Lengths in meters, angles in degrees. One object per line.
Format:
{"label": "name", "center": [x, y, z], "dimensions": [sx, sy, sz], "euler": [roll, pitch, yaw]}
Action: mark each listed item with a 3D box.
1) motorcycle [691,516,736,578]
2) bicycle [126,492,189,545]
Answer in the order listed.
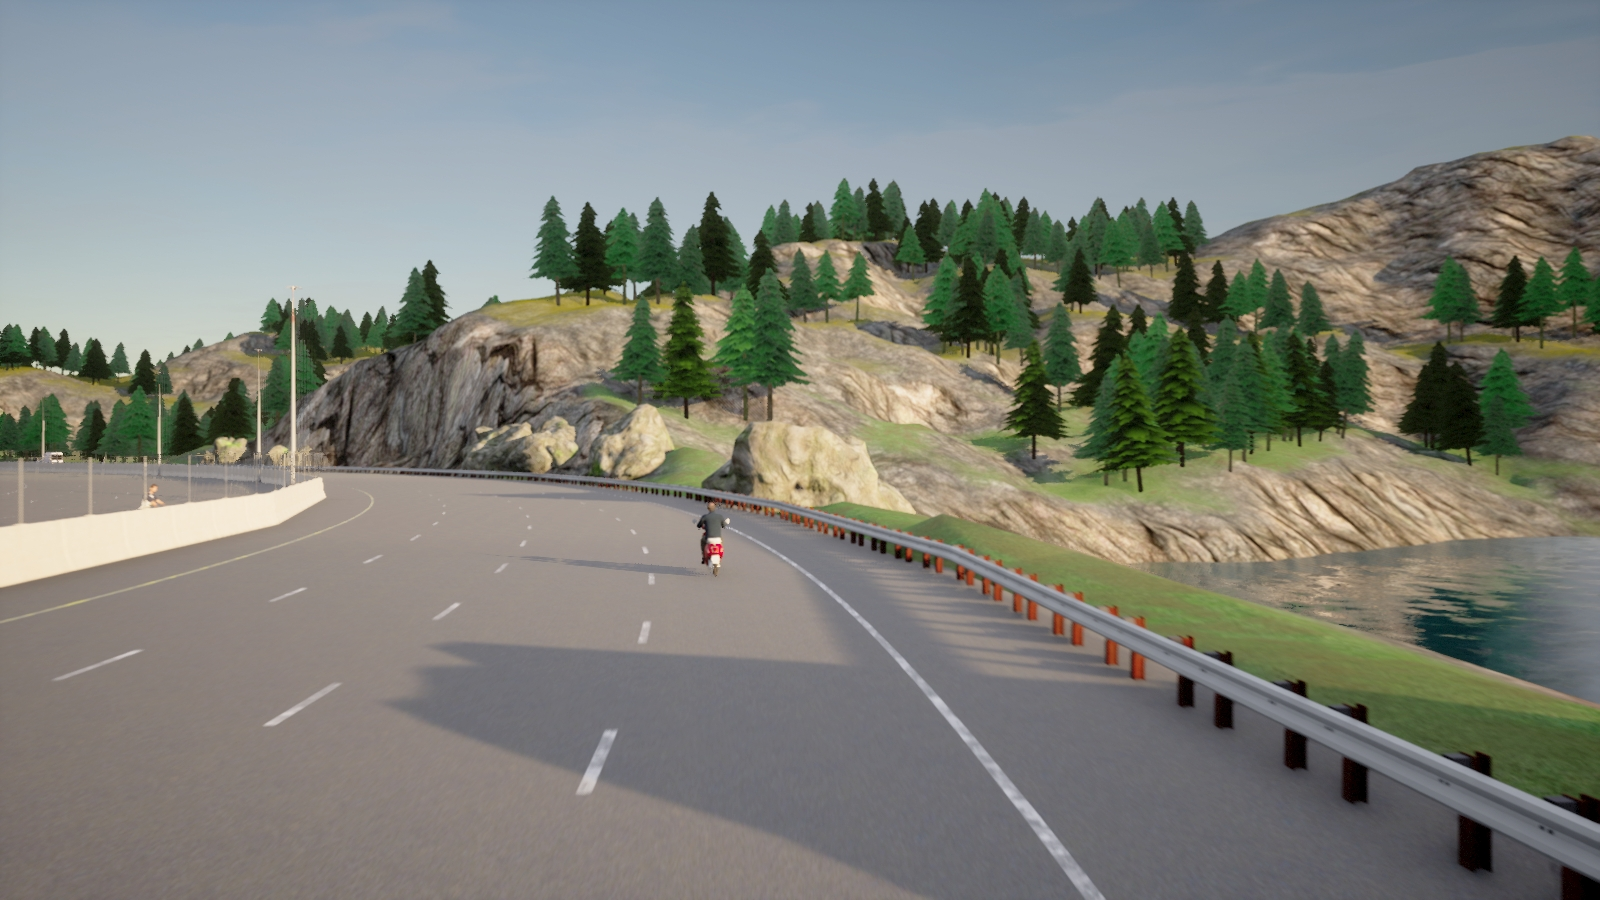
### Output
{"label": "motorcycle", "center": [-1.996, 2.184, 26.041], "dimensions": [0.856, 1.236, 1.805], "euler": [-1, 0, -9]}
{"label": "bicycle", "center": [-19.369, 2.068, 34.451], "dimensions": [1.643, 1.514, 0.373], "euler": [-2, -4, -7]}
